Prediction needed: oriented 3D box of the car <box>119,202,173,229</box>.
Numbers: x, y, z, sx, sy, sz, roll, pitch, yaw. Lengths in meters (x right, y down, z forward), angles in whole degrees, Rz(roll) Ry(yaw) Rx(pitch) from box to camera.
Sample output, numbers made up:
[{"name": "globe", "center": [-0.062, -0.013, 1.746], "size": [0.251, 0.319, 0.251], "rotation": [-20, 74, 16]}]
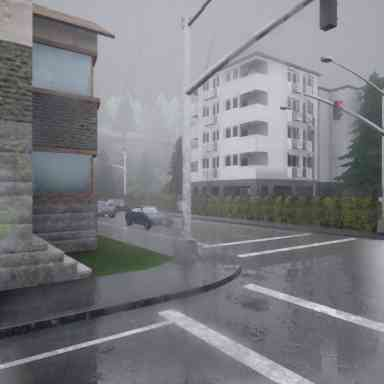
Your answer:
[{"name": "car", "center": [-3.128, 1.702, 23.316], "size": [1.812, 1.442, 4.674], "rotation": [0, 0, -36]}]

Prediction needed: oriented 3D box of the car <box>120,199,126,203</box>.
[{"name": "car", "center": [-8.777, 1.528, 37.599], "size": [2.097, 1.767, 4.553], "rotation": [0, 0, -35]}]

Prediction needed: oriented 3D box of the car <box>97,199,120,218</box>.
[{"name": "car", "center": [-8.910, 1.528, 31.450], "size": [2.097, 1.767, 4.553], "rotation": [0, 0, -35]}]
